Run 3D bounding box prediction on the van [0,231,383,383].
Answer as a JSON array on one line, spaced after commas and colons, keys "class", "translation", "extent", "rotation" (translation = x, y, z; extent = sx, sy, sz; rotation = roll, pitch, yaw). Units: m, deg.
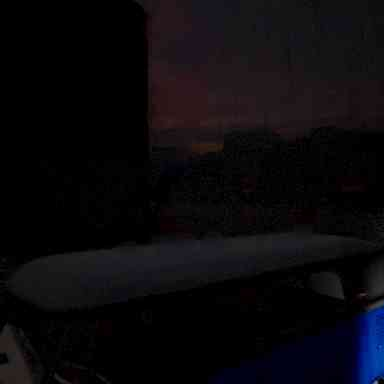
[{"class": "van", "translation": [0.248, 1.341, 2.997], "extent": [3.998, 1.788, 1.690], "rotation": [0, -1, -36]}]
